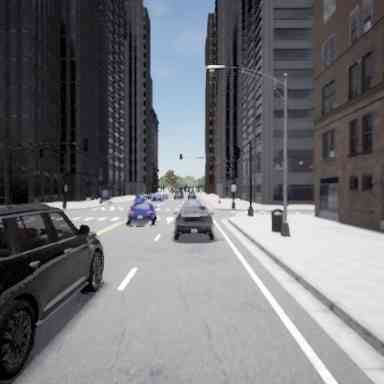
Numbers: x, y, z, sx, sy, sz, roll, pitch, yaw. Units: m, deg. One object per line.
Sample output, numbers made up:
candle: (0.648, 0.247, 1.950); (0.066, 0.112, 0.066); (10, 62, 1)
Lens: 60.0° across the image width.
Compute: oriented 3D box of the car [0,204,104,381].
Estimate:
car: (-3.151, 1.192, 5.551); (2.150, 2.045, 5.566); (0, 1, 0)

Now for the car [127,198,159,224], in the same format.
car: (-3.418, 1.390, 23.084); (1.812, 1.442, 4.674); (0, 0, -5)

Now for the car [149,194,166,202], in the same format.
car: (-6.522, 1.089, 63.514); (1.882, 1.535, 5.008); (0, 0, 0)

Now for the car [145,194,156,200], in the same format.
car: (-9.760, 1.105, 78.760); (1.895, 1.301, 4.718); (0, 0, 0)

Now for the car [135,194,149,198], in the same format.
car: (-9.771, 1.137, 63.526); (1.812, 1.442, 4.674); (0, 0, 0)

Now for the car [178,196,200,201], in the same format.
car: (0.086, 1.371, 29.614); (2.033, 1.411, 5.357); (0, 0, 0)

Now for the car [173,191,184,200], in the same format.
car: (-3.260, 1.052, 76.703); (2.128, 1.511, 4.902); (0, 0, 0)

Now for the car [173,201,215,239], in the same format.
car: (0.098, 1.409, 16.788); (1.837, 1.490, 4.892); (0, 1, 0)

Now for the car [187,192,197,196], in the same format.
car: (-0.010, 0.882, 76.639); (2.097, 1.767, 4.553); (0, 0, 0)

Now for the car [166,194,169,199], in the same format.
car: (-6.510, 1.062, 78.790); (1.994, 1.385, 4.181); (0, 0, 0)
